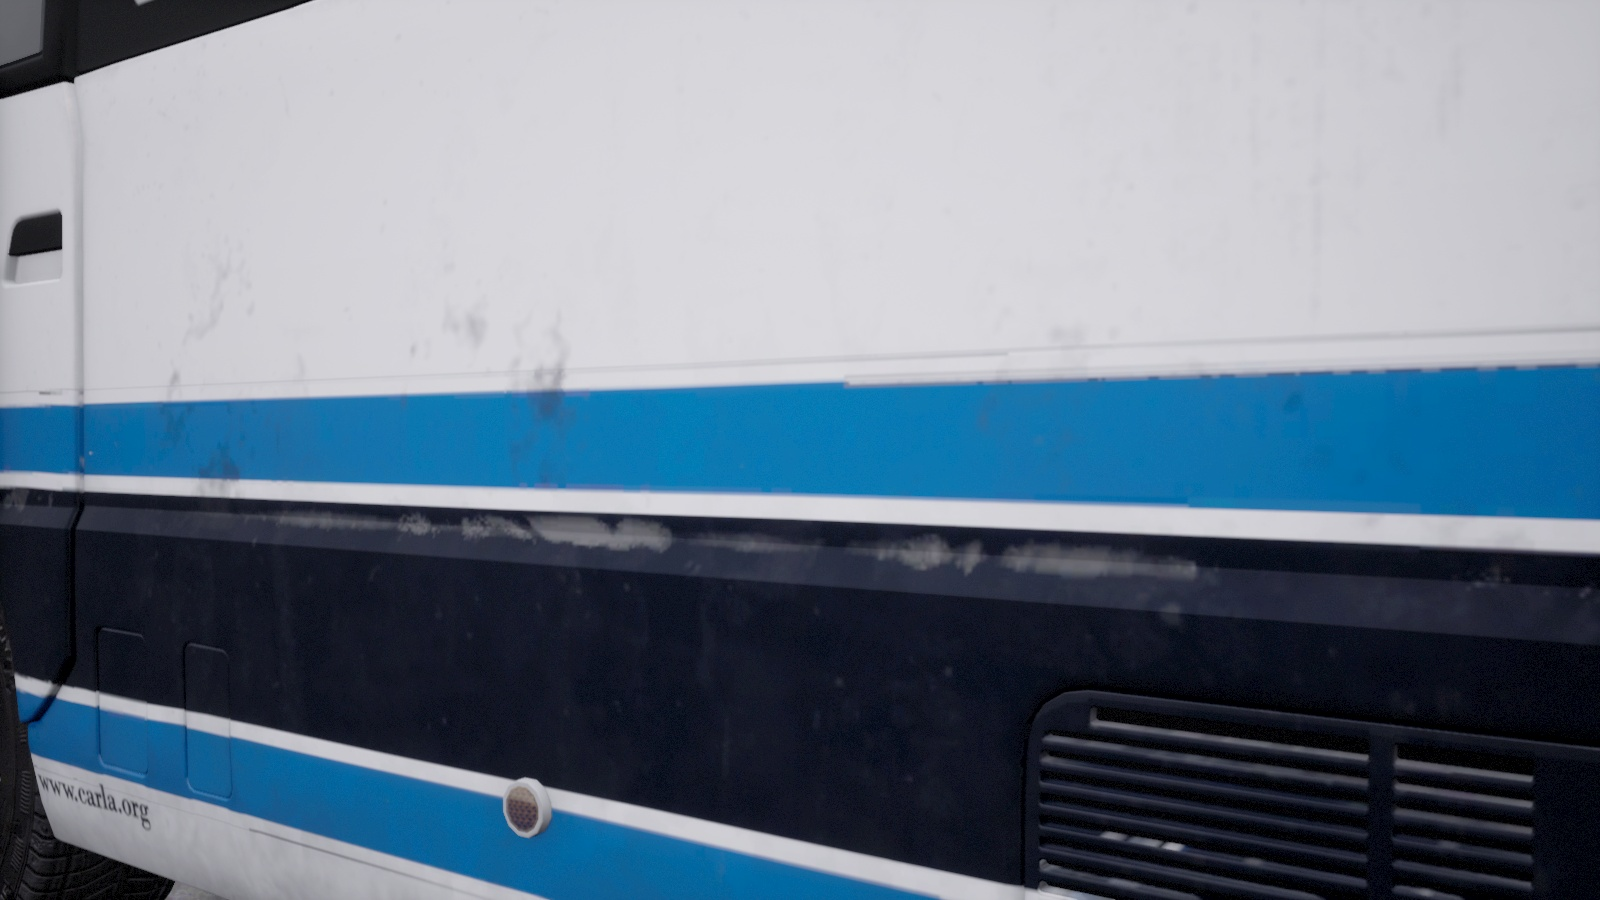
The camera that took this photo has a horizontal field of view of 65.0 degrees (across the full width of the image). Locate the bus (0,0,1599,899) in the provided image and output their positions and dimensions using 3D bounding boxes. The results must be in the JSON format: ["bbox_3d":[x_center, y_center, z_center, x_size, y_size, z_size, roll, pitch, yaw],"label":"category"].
[{"bbox_3d":[1.062,-0.694,2.891,10.273,4.253,3.944,-1,1,34],"label":"bus"}]
